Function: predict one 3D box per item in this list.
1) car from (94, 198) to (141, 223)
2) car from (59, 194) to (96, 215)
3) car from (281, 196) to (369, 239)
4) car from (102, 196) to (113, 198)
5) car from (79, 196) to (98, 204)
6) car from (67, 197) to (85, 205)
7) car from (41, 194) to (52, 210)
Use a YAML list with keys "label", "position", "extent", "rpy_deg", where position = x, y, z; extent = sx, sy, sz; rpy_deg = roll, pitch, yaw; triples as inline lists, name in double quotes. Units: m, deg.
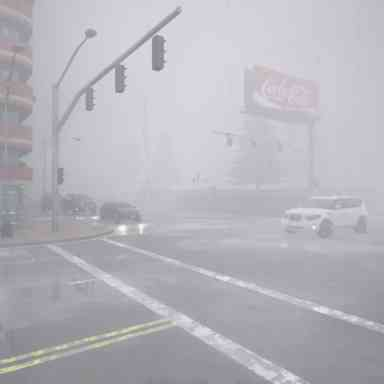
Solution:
- label: "car"
  position: [-5.649, 1.505, 25.824]
  extent: [1.837, 1.490, 4.892]
  rpy_deg: [0, 0, -36]
- label: "car"
  position: [-11.645, 1.221, 34.161]
  extent: [2.150, 2.045, 5.566]
  rpy_deg: [0, 0, -36]
- label: "car"
  position: [7.204, 1.222, 17.705]
  extent: [5.566, 2.045, 2.150]
  rpy_deg: [0, 0, -35]
- label: "car"
  position: [-14.485, 1.503, 56.421]
  extent: [1.837, 1.490, 4.892]
  rpy_deg: [0, -1, -36]
- label: "car"
  position: [-19.973, 1.478, 64.047]
  extent: [1.882, 1.535, 5.008]
  rpy_deg: [0, 0, -36]
- label: "car"
  position: [-20.554, 1.564, 58.864]
  extent: [1.994, 1.385, 4.181]
  rpy_deg: [0, 0, -36]
- label: "car"
  position: [-17.801, 1.221, 42.734]
  extent: [2.150, 2.045, 5.566]
  rpy_deg: [0, 0, -35]
